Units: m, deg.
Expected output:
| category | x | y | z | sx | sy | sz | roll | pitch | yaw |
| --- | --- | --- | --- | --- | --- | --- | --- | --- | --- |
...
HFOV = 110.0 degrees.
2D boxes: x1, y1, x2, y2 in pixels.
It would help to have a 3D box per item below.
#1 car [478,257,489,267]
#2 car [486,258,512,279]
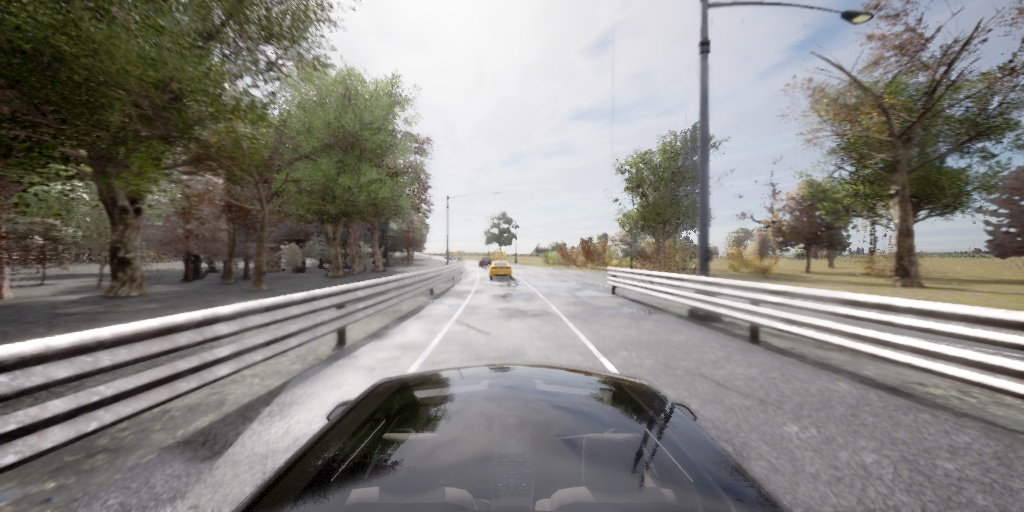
| category | x | y | z | sx | sy | sz | roll | pitch | yaw |
| --- | --- | --- | --- | --- | --- | --- | --- | --- | --- |
| car | -4.594 | 0.990 | 60.716 | 2.097 | 1.767 | 4.553 | 0 | 0 | -9 |
| car | -1.094 | 1.185 | 32.187 | 1.882 | 1.535 | 5.008 | 0 | 0 | -5 |
